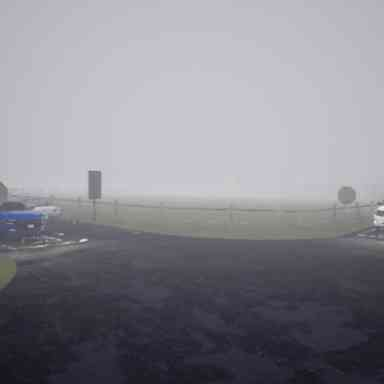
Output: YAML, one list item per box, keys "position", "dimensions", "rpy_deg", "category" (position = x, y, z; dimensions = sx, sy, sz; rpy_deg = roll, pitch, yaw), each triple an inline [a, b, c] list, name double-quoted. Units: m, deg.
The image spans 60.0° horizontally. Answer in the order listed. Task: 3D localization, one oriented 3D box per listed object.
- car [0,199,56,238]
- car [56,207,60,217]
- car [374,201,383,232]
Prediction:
- position: [-8.495, 1.062, 15.173]
  dimensions: [5.008, 1.535, 1.882]
  rpy_deg: [2, 2, 40]
  category: "car"
- position: [-9.964, 1.054, 20.175]
  dimensions: [4.718, 1.301, 1.895]
  rpy_deg: [2, 2, 42]
  category: "car"
- position: [11.843, 1.118, 18.534]
  dimensions: [2.150, 2.045, 5.566]
  rpy_deg: [2, 1, 40]
  category: "car"
